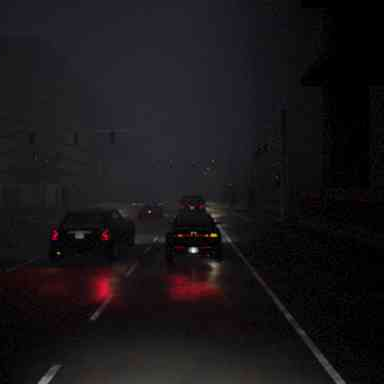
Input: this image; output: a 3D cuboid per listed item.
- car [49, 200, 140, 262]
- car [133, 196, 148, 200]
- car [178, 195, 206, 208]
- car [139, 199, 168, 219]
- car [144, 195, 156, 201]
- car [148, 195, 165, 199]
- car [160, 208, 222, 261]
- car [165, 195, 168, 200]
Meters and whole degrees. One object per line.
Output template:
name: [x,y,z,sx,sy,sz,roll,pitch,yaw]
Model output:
car: [-3.440,1.363,12.340,2.097,1.767,4.553,0,0,0]
car: [-10.706,1.585,67.090,2.033,1.411,5.357,0,0,1]
car: [-0.002,1.271,27.894,2.150,2.045,5.566,0,0,0]
car: [-3.513,1.608,29.492,1.994,1.385,4.181,0,0,0]
car: [-10.502,1.518,83.487,2.033,1.411,5.357,0,0,1]
car: [-7.209,1.543,67.122,1.837,1.490,4.892,0,0,1]
car: [0.061,1.510,12.285,1.837,1.490,4.892,0,-1,0]
car: [-7.001,1.453,83.499,1.882,1.535,5.008,0,0,1]
